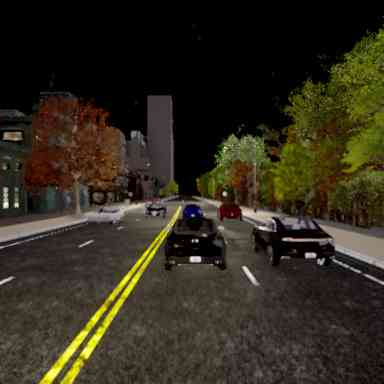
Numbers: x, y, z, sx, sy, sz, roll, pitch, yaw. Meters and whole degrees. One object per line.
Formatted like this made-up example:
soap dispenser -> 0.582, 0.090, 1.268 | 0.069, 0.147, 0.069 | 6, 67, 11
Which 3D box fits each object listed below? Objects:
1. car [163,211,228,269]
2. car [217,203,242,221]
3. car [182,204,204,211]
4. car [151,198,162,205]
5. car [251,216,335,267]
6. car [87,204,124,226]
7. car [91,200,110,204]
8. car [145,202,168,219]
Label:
car -> 0.095, 1.604, 11.466 | 1.837, 1.490, 4.892 | 0, 0, 0
car -> 3.305, 1.735, 30.018 | 1.882, 1.535, 5.008 | 0, 0, 0
car -> 0.060, 1.779, 29.590 | 1.812, 1.442, 4.674 | 0, 0, 0
car -> -7.131, 1.894, 67.426 | 1.895, 1.301, 4.718 | 0, 0, -1
car -> 3.345, 1.593, 11.799 | 2.128, 1.511, 4.902 | 0, 0, 0
car -> -6.620, 1.823, 25.854 | 1.895, 1.301, 4.718 | 0, 0, 0
car -> -20.719, 2.468, 75.286 | 4.313, 1.339, 1.947 | -1, 1, -1
car -> -3.410, 1.770, 32.478 | 2.128, 1.511, 4.902 | 0, -1, -1
